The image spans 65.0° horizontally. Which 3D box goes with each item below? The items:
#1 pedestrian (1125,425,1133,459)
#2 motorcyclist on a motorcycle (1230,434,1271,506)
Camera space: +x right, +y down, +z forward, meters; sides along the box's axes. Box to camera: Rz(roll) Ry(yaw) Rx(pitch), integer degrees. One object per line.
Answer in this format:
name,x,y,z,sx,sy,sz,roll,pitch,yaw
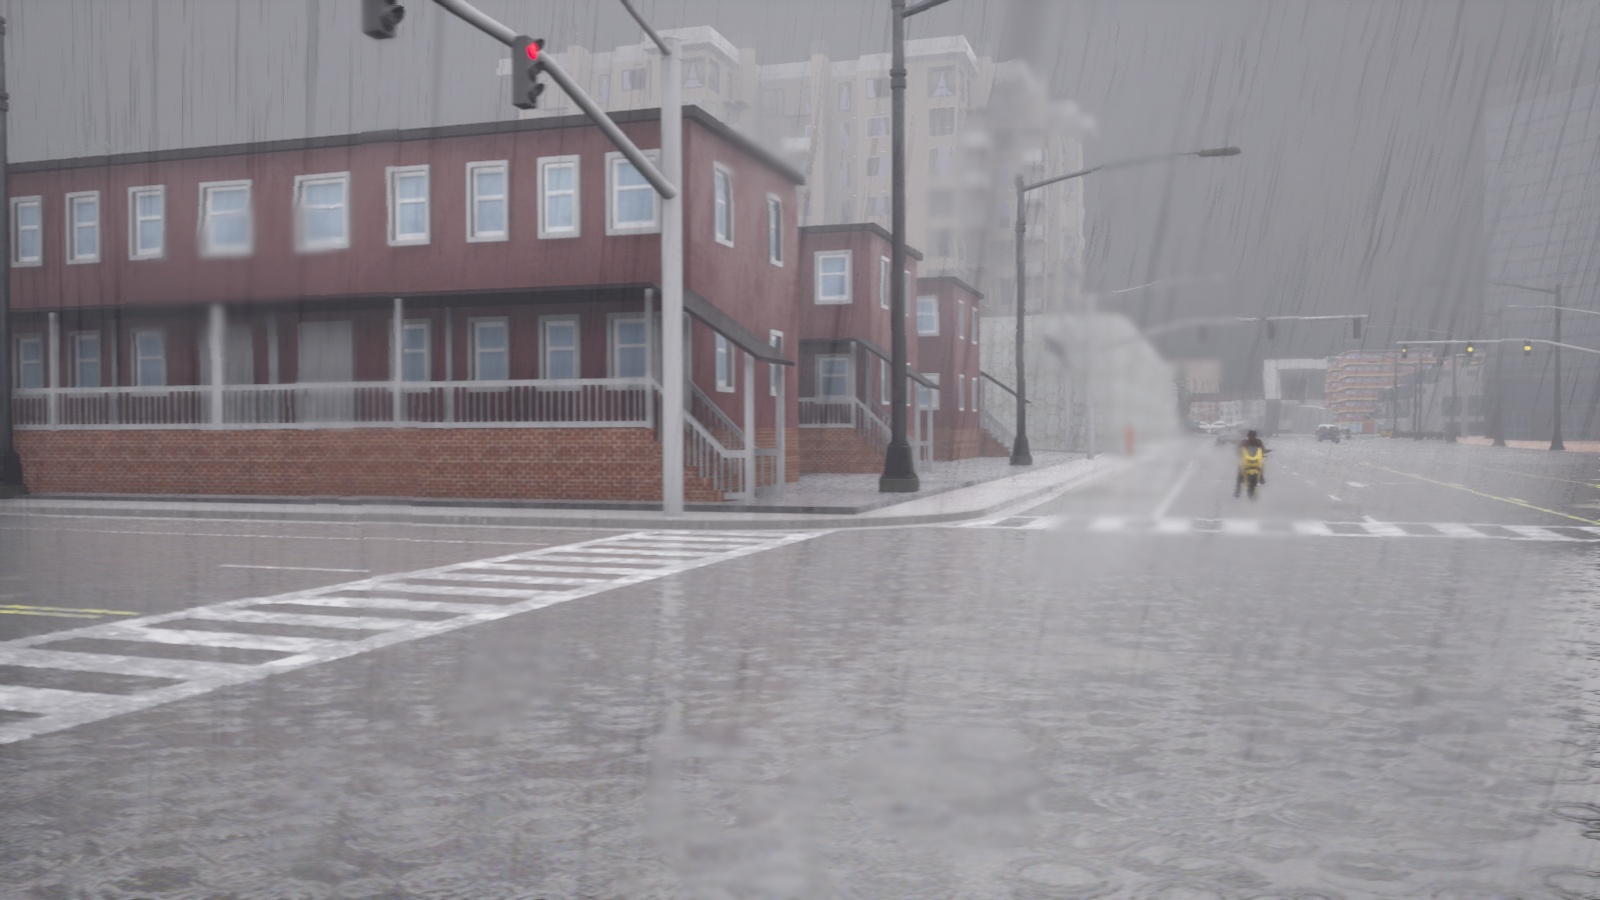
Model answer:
pedestrian,18.038,-0.453,68.892,0.345,1.836,0.594,1,1,19
motorcyclist on a motorcycle,9.932,0.401,27.762,0.797,1.523,2.044,1,1,19
